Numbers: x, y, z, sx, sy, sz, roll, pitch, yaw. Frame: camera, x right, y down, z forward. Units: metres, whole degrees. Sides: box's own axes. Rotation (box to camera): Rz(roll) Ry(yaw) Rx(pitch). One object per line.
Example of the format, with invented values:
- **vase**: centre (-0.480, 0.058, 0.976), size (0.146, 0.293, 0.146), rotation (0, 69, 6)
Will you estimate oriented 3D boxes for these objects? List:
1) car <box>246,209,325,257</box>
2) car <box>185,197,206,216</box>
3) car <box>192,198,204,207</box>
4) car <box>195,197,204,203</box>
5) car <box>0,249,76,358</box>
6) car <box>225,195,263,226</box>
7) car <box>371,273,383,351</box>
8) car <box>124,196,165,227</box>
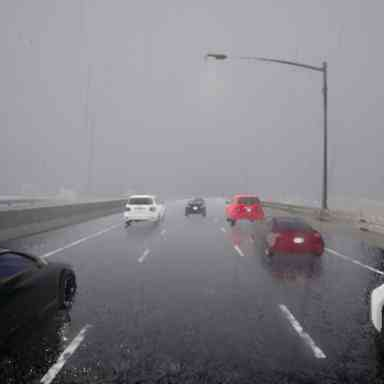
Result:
- **car**: centre (3.562, 1.578, 13.050), size (1.994, 1.385, 4.181), rotation (0, 0, 0)
- **car**: centre (0.372, 1.565, 33.439), size (2.163, 1.488, 4.792), rotation (0, 0, 1)
- **car**: centre (1.085, 1.691, 56.206), size (1.994, 1.385, 4.181), rotation (0, 0, 2)
- **car**: centre (1.656, 1.769, 73.675), size (1.994, 1.385, 4.181), rotation (0, 0, 3)
- **car**: centre (-3.378, 1.567, 5.198), size (1.994, 1.385, 4.181), rotation (0, 0, 0)
- **car**: centre (3.692, 1.260, 24.003), size (2.150, 2.045, 5.566), rotation (0, 0, 1)
- **car**: centre (3.502, 1.224, 2.158), size (2.150, 2.045, 5.566), rotation (0, 0, 0)
- **car**: centre (-3.212, 1.257, 23.303), size (2.150, 2.045, 5.566), rotation (0, 0, 1)
